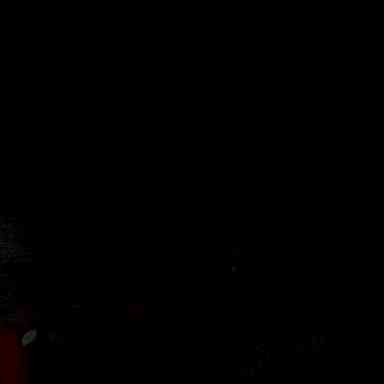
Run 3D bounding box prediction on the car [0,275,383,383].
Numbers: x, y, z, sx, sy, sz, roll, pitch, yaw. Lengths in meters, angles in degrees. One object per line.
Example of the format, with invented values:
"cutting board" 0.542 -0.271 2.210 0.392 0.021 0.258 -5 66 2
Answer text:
"car" -0.462 1.552 3.279 4.507 1.381 1.887 0 1 35
